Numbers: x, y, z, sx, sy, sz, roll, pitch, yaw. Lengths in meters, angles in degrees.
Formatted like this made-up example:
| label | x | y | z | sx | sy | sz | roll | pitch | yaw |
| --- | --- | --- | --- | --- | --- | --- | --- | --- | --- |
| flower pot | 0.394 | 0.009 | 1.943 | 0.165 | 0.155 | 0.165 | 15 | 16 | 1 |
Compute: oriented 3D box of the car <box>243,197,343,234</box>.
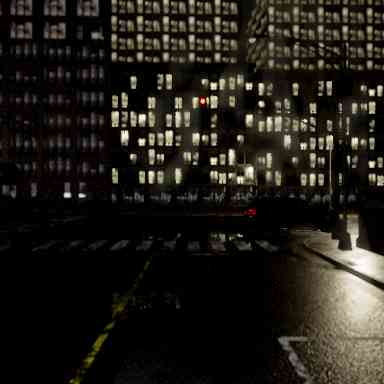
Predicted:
| label | x | y | z | sx | sy | sz | roll | pitch | yaw |
| --- | --- | --- | --- | --- | --- | --- | --- | --- | --- |
| car | 5.783 | 1.323 | 19.411 | 5.566 | 2.045 | 2.150 | 1 | 0 | -1 |
